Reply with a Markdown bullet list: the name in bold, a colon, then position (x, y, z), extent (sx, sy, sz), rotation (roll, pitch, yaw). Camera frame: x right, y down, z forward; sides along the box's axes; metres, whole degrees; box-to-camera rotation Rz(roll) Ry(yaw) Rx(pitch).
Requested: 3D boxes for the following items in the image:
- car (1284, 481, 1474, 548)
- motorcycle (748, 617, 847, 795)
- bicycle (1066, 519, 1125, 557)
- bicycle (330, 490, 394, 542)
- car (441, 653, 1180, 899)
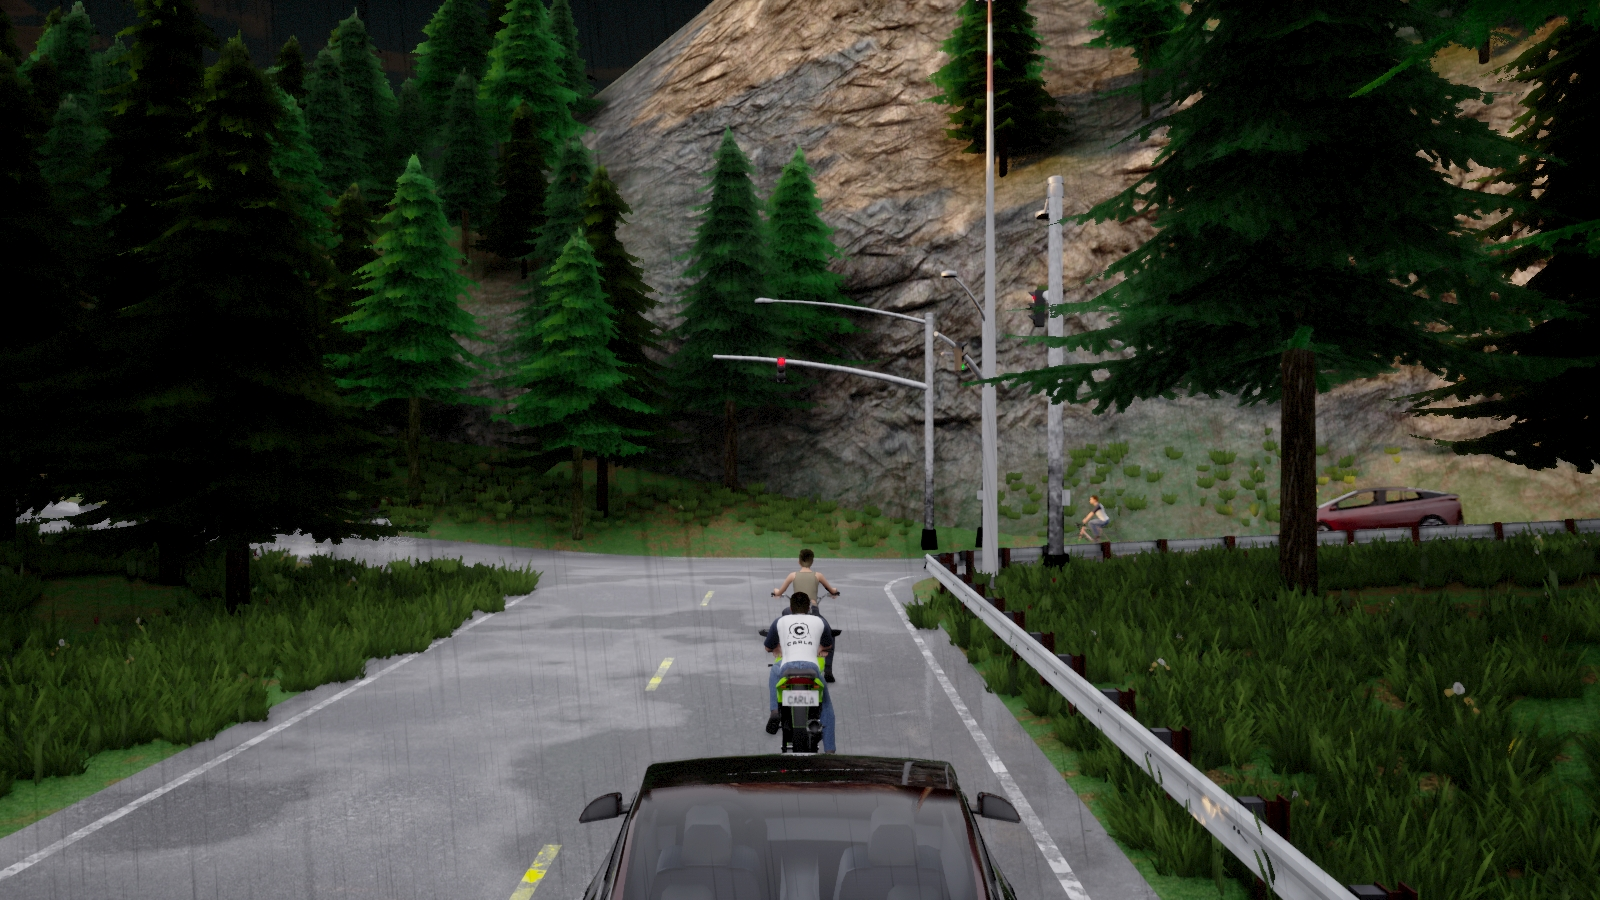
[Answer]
- **car**: position (16.106, 1.821, 32.085), extent (4.514, 1.525, 2.007), rotation (-5, -2, 23)
- **motorcycle**: position (-0.020, 2.213, 10.238), extent (0.803, 1.145, 2.033), rotation (0, 0, 0)
- **bicycle**: position (8.946, 2.671, 34.605), extent (1.643, 1.024, 0.373), rotation (-5, -1, 15)
- **bicycle**: position (-13.711, 2.064, 35.760), extent (1.835, 1.471, 0.329), rotation (5, 1, 8)
- **car**: position (0.029, 2.063, 5.012), extent (2.163, 1.488, 4.792), rotation (0, 0, 0)
